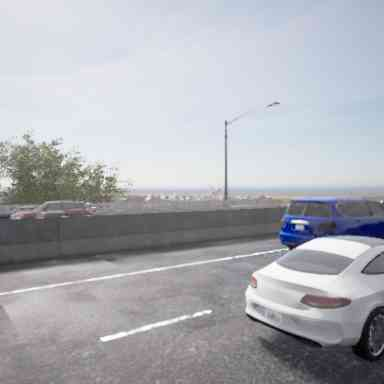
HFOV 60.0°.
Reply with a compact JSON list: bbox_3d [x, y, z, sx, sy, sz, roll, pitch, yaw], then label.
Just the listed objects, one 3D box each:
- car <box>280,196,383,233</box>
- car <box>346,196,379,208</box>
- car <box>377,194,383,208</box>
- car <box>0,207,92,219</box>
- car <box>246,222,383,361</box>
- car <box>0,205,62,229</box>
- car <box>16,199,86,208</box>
[{"bbox_3d":[5.571,1.194,12.002,5.566,2.045,2.150,0,0,-35],"label":"car"},{"bbox_3d":[23.998,1.364,46.792,4.902,1.511,2.128,0,0,-35],"label":"car"},{"bbox_3d":[27.160,1.220,44.747,4.553,1.767,2.097,0,0,-35],"label":"car"},{"bbox_3d":[-7.145,1.593,16.089,4.718,1.301,1.895,0,0,-35],"label":"car"},{"bbox_3d":[2.985,1.512,5.866,4.674,1.442,1.812,0,0,-35],"label":"car"},{"bbox_3d":[-11.234,1.593,21.771,4.718,1.301,1.895,0,0,-35],"label":"car"},{"bbox_3d":[-8.251,1.341,19.597,4.553,1.767,2.097,0,0,-35],"label":"car"}]
